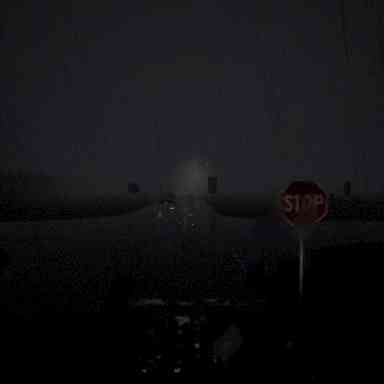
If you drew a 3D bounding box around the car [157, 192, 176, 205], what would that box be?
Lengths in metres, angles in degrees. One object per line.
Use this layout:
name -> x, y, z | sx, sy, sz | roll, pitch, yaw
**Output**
car -> -2.758, 0.704, 37.393 | 2.033, 1.411, 5.357 | 0, 2, 0
